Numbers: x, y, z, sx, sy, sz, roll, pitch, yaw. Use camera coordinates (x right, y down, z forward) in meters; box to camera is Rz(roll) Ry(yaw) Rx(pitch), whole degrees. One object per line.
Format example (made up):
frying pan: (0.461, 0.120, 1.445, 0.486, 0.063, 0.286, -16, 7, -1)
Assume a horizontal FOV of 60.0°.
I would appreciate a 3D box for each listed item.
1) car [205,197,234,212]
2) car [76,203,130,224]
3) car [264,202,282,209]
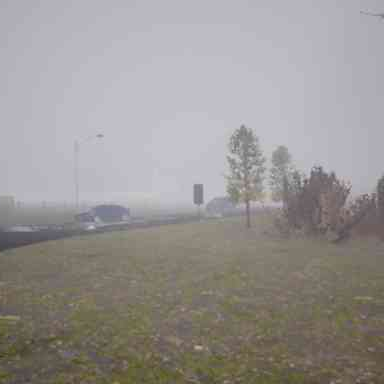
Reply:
car: (3.953, 1.660, 45.635, 2.150, 2.045, 5.566, -2, -1, 32)
car: (-7.269, 1.724, 27.573, 1.882, 1.535, 5.008, -1, -1, 31)
car: (12.928, 1.992, 53.377, 1.812, 1.442, 4.674, -1, -1, 31)
